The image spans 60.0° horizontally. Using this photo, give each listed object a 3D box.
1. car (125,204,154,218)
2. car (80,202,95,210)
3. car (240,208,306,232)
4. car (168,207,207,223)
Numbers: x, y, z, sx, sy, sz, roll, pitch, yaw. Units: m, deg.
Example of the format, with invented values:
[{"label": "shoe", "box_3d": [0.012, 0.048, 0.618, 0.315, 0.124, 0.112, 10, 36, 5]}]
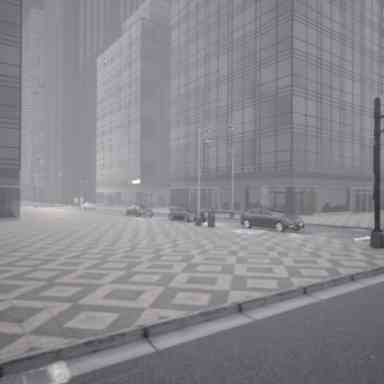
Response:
[{"label": "car", "box_3d": [-6.159, 2.174, 38.587, 1.812, 1.442, 4.674, 1, -1, -36]}, {"label": "car", "box_3d": [-19.705, 2.631, 62.711, 1.812, 1.442, 4.674, 1, -1, -36]}, {"label": "car", "box_3d": [5.364, 1.853, 22.675, 1.837, 1.490, 4.892, 1, -1, -36]}, {"label": "car", "box_3d": [-0.448, 2.063, 30.682, 1.994, 1.385, 4.181, 1, -1, -37]}]
